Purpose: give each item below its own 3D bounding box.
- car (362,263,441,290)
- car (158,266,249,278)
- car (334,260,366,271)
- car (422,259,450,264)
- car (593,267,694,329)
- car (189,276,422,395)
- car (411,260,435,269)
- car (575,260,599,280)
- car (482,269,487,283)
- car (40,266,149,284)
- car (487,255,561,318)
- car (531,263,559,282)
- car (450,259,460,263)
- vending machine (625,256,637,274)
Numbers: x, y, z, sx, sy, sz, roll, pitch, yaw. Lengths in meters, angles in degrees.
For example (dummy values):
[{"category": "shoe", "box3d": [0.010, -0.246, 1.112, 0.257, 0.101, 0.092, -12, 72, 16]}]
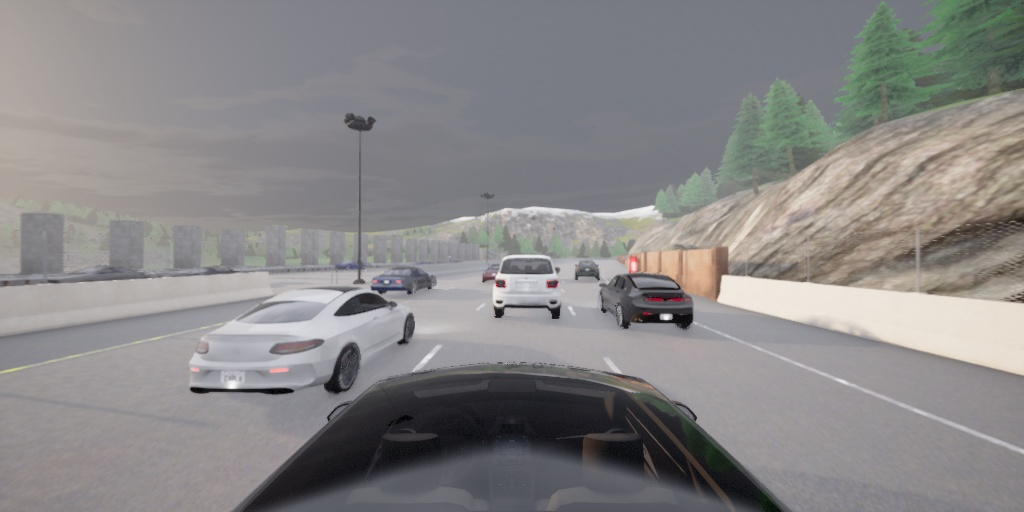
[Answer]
[{"category": "car", "box3d": [-5.811, 1.315, 19.890, 2.033, 1.411, 5.357, 0, 0, 6]}, {"category": "car", "box3d": [-19.704, 1.339, 23.108, 1.895, 1.301, 4.718, 0, 0, 7]}, {"category": "car", "box3d": [-22.013, 1.255, 48.864, 1.882, 1.535, 5.008, 0, 0, 14]}, {"category": "car", "box3d": [-10.887, 1.373, 50.153, 1.994, 1.385, 4.181, 0, 0, 15]}, {"category": "car", "box3d": [4.004, 1.282, 11.396, 1.837, 1.490, 4.892, 0, 0, 3]}, {"category": "car", "box3d": [-3.252, 1.276, 6.562, 1.812, 1.442, 4.674, 0, 0, 2]}, {"category": "car", "box3d": [-15.147, 1.418, 61.148, 1.895, 1.301, 4.718, 0, 0, 16]}, {"category": "car", "box3d": [6.794, 1.174, 32.547, 2.097, 1.767, 4.553, 0, 0, 11]}, {"category": "car", "box3d": [-1.027, 1.359, 28.648, 1.994, 1.385, 4.181, 0, 0, 9]}, {"category": "car", "box3d": [-23.491, 1.287, 20.386, 1.994, 1.385, 4.181, 0, 0, 6]}, {"category": "car", "box3d": [0.613, 0.993, 13.285, 2.150, 2.045, 5.566, 0, 0, 4]}, {"category": "car", "box3d": [2.925, 1.374, 30.986, 1.994, 1.385, 4.181, 0, 0, 10]}, {"category": "car", "box3d": [-10.851, 1.330, 63.527, 2.128, 1.511, 4.902, 0, 0, 16]}, {"category": "vending machine", "box3d": [13.140, 1.046, 38.946, 1.100, 2.100, 0.880, 0, 0, 14]}]
